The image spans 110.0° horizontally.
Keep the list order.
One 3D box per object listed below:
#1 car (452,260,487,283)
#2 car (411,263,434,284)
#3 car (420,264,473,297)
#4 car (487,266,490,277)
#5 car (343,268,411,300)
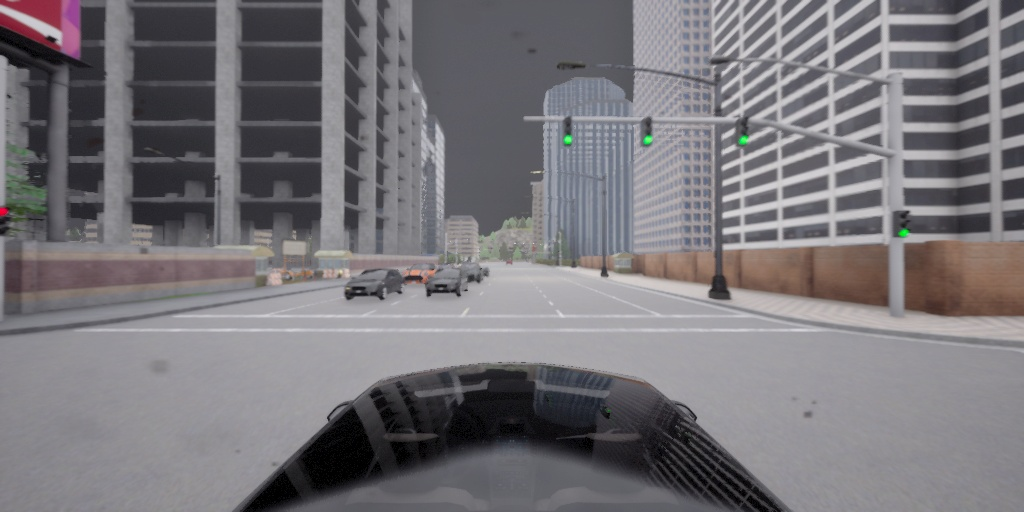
[{"bbox_3d":[-3.577,1.361,30.672,2.097,1.767,4.553,0,-1,0],"label":"car"},{"bbox_3d":[-7.084,1.339,28.206,2.097,1.767,4.553,0,-1,0],"label":"car"},{"bbox_3d":[-3.596,1.423,20.546,1.837,1.490,4.892,0,0,0],"label":"car"},{"bbox_3d":[-3.503,1.699,40.707,1.895,1.301,4.718,0,-1,0],"label":"car"},{"bbox_3d":[-7.096,1.409,18.999,1.837,1.490,4.892,0,0,0],"label":"car"}]
